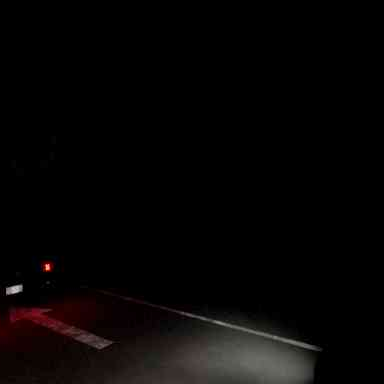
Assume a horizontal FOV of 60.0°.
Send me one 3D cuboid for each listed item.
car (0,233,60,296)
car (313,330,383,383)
[{"bbox_3d":[-5.231,1.601,7.732,4.718,1.301,1.895,0,0,36],"label":"car"},{"bbox_3d":[3.061,1.526,1.733,4.674,1.442,1.812,0,0,36],"label":"car"}]
